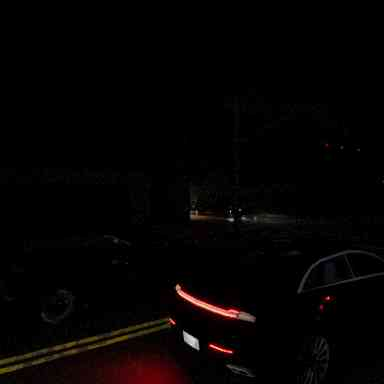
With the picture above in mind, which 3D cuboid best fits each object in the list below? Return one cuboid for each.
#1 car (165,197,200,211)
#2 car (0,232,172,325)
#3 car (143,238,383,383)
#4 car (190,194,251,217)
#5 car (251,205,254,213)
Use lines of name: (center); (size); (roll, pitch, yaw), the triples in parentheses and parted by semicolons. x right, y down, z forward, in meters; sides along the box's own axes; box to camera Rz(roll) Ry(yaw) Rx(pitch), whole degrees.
car: (-1.274, 1.491, 42.241); (2.128, 1.511, 4.902); (0, 0, -37)
car: (-1.532, 1.601, 7.225); (4.718, 1.301, 1.895); (0, 0, -36)
car: (1.964, 1.492, 5.231); (4.902, 1.511, 2.128); (0, 0, -35)
car: (2.546, 1.221, 31.277); (2.150, 2.045, 5.566); (0, 0, -36)
car: (4.264, 1.478, 34.820); (1.882, 1.535, 5.008); (0, 0, -37)
